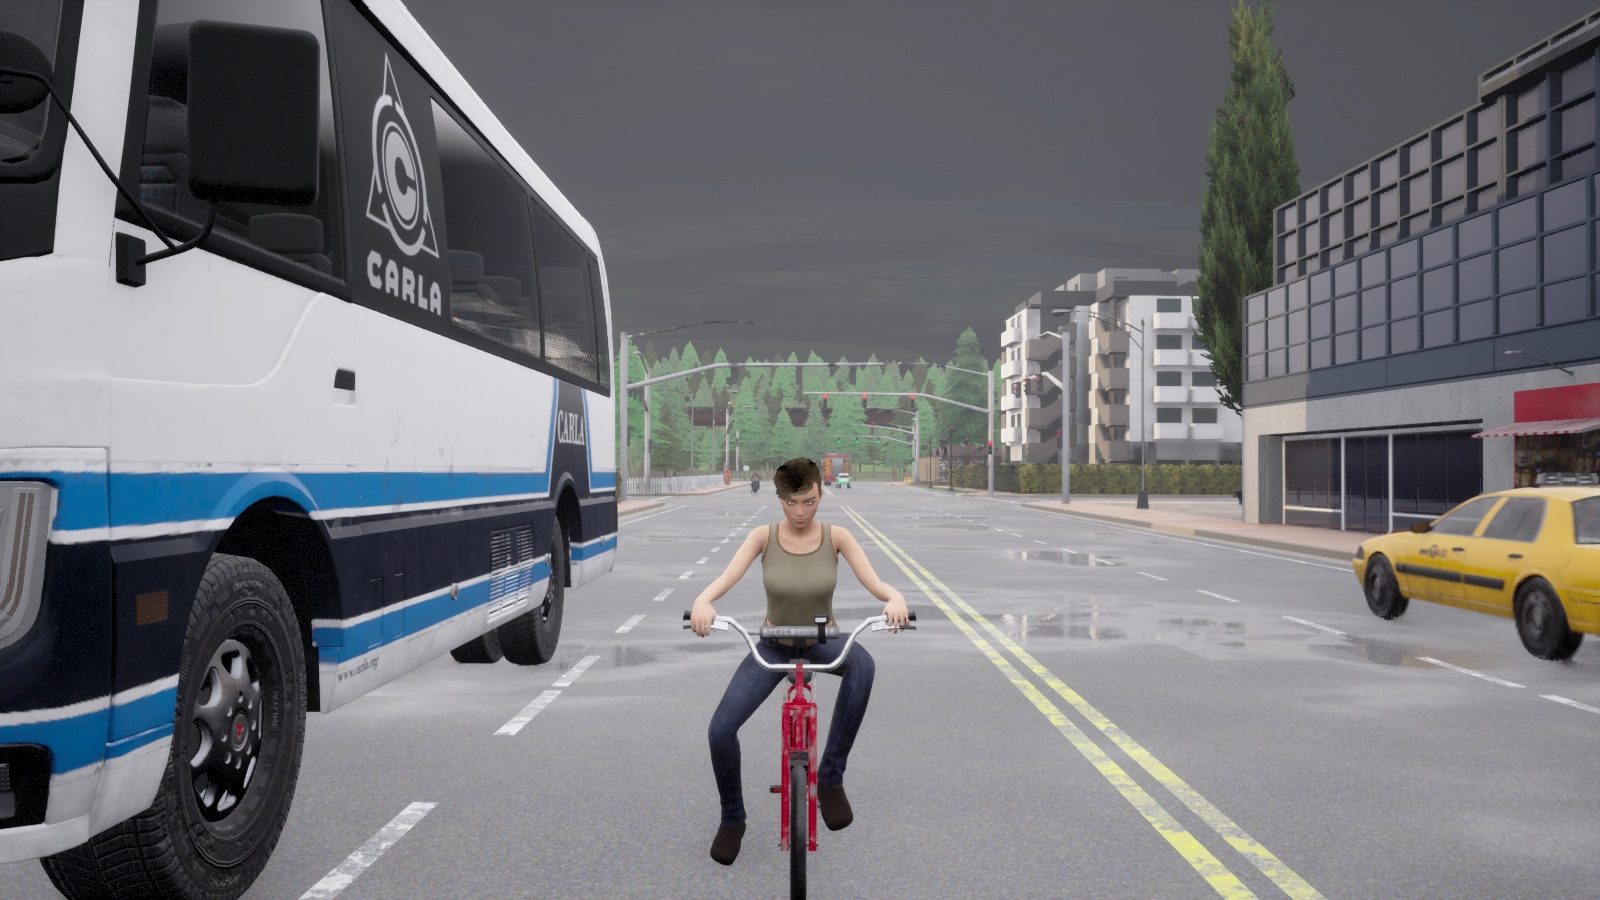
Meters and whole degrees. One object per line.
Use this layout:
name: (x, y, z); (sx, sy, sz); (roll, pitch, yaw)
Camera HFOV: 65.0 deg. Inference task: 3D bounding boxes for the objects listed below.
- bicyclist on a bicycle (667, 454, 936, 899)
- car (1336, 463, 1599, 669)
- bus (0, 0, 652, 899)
bicyclist on a bicycle: (0.005, 0.832, 4.830); (0.866, 1.612, 1.509); (0, -1, 0)
car: (7.033, 0.921, 11.682); (1.801, 1.575, 5.366); (0, -1, 0)
bus: (-3.490, -0.422, 7.526); (3.944, 4.253, 10.273); (0, -1, 0)
